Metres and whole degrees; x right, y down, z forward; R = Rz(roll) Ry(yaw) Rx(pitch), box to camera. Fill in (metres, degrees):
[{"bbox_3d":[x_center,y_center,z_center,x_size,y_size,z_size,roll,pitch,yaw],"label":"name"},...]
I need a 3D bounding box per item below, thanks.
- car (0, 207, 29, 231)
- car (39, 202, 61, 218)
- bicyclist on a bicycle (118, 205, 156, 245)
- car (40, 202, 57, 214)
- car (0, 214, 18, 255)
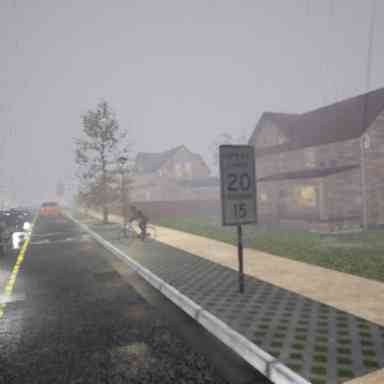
[{"bbox_3d":[-12.982,2.002,23.547,1.994,1.385,4.181,-2,0,-24],"label":"car"},{"bbox_3d":[-16.011,1.893,37.517,2.097,1.767,4.553,-2,0,-25],"label":"car"},{"bbox_3d":[-2.287,1.362,13.901,1.656,1.620,0.582,-2,0,-24],"label":"bicyclist on a bicycle"},{"bbox_3d":[-20.889,2.214,48.455,2.128,1.511,4.902,-2,0,-24],"label":"car"},{"bbox_3d":[-8.803,1.896,14.159,1.895,1.301,4.718,-2,0,-24],"label":"car"}]
